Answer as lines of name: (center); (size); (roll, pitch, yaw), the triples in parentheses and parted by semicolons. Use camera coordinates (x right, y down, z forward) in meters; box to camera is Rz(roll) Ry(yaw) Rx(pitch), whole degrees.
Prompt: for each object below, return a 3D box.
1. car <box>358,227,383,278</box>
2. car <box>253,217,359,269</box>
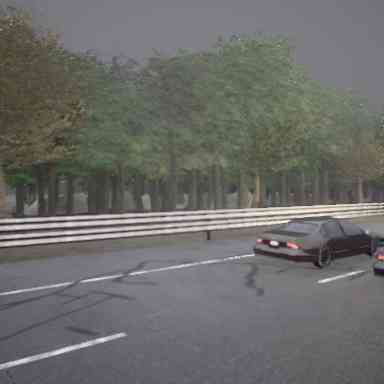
car: (6.728, 1.545, 8.541); (5.357, 1.411, 2.033); (0, 0, -36)
car: (4.454, 1.546, 11.214); (5.357, 1.411, 2.033); (0, 0, -35)
